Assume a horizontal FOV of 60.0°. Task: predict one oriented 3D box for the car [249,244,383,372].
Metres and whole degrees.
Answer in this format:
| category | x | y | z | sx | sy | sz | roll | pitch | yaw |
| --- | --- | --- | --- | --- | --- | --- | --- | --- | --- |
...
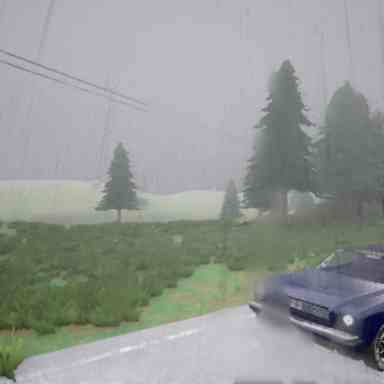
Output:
| category | x | y | z | sx | sy | sz | roll | pitch | yaw |
| --- | --- | --- | --- | --- | --- | --- | --- | --- | --- |
| car | 3.263 | 1.675 | 5.866 | 4.718 | 1.301 | 1.895 | 1 | 0 | -34 |
